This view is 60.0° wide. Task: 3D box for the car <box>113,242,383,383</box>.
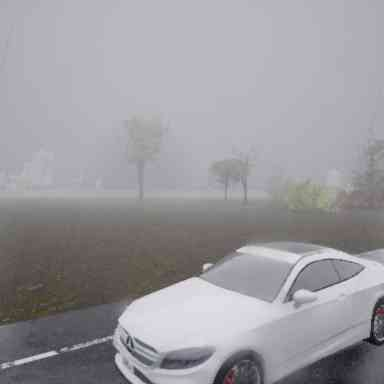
[{"bbox_3d":[1.219,1.527,4.846,4.674,1.442,1.812,0,0,-35],"label":"car"}]
